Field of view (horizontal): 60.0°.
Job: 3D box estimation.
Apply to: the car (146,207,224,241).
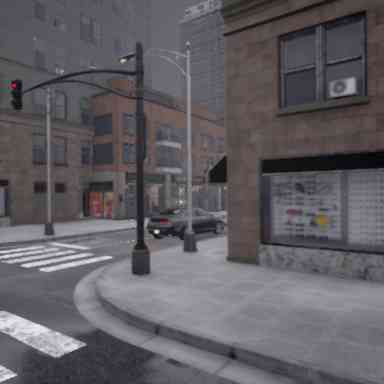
[{"bbox_3d":[-0.189,1.507,16.764,1.837,1.490,4.892,-1,0,35],"label":"car"}]
